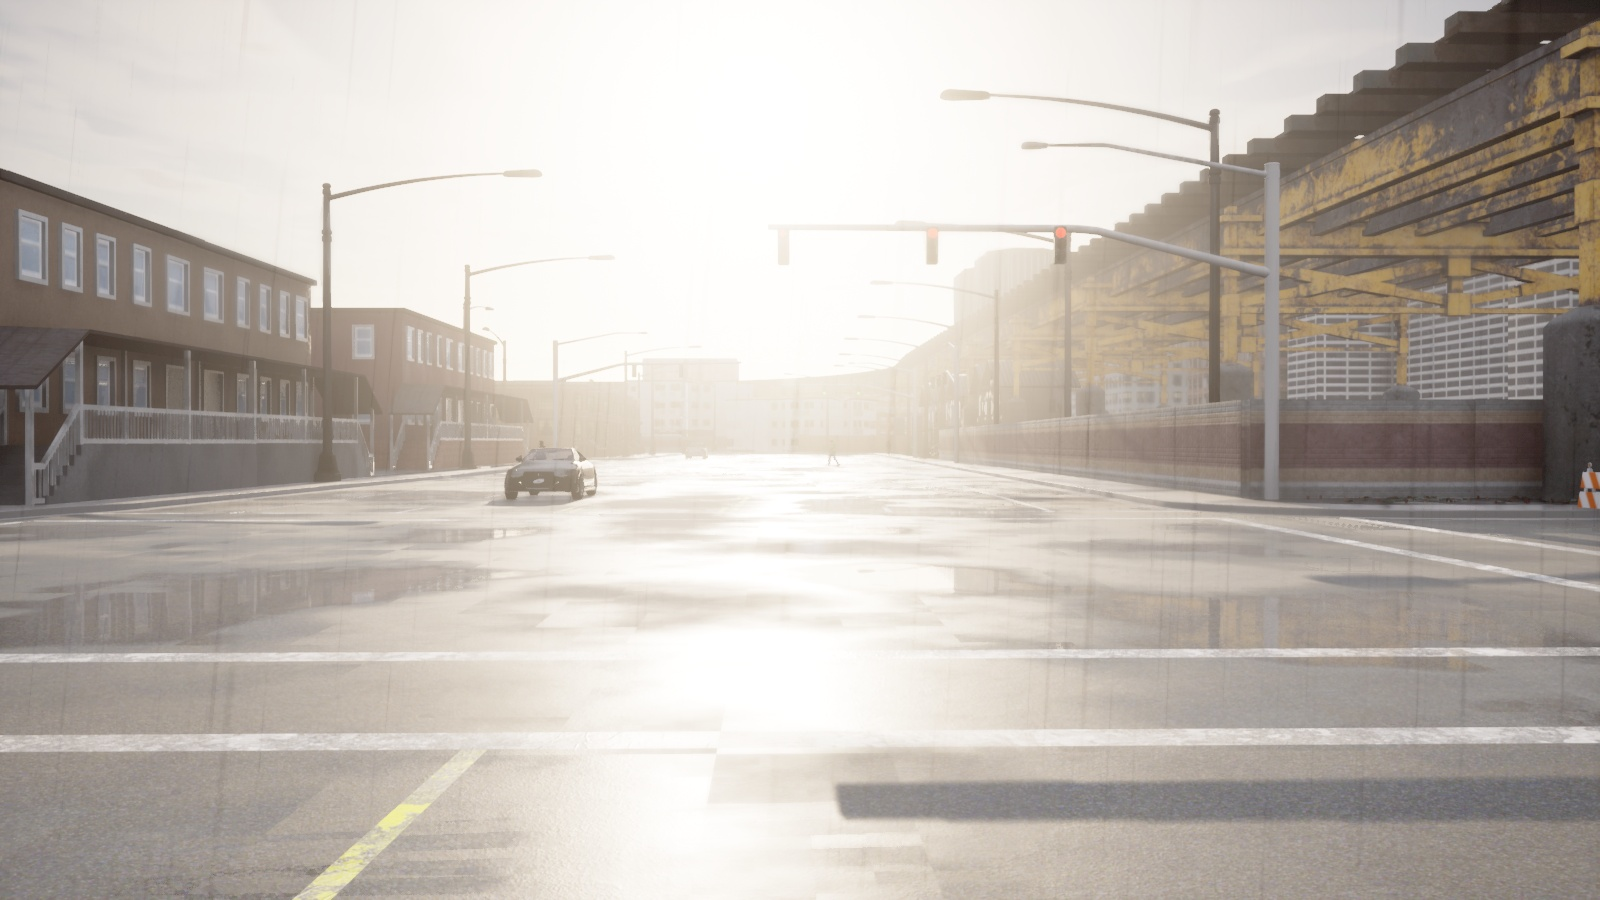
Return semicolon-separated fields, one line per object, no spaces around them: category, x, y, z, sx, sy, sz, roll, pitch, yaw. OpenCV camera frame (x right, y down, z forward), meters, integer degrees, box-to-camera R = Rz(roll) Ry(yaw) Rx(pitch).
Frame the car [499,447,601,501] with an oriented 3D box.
car;-6.793;0.608;34.588;1.994;1.385;4.181;0;0;0
